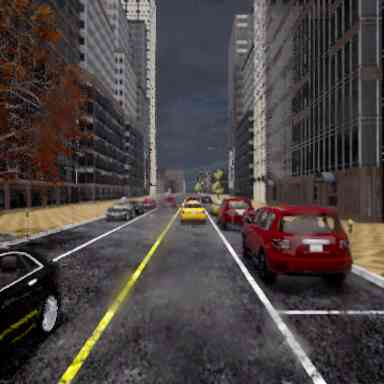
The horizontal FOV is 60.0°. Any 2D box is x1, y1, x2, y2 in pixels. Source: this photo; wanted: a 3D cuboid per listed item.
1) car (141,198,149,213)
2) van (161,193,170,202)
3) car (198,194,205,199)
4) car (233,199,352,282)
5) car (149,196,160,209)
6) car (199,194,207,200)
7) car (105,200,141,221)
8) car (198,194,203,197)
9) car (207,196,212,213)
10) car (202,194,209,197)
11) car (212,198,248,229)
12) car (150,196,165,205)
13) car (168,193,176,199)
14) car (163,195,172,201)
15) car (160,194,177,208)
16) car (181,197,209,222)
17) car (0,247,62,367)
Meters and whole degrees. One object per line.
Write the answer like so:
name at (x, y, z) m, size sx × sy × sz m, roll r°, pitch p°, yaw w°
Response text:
car at (-5.687, 1.490, 32.386) m, size 1.947 × 1.339 × 4.313 m, roll 0°, pitch 0°, yaw 0°
van at (-5.684, 1.148, 72.231) m, size 1.690 × 1.788 × 3.998 m, roll 0°, pitch 0°, yaw 0°
car at (2.696, 1.314, 94.985) m, size 1.802 × 1.307 × 4.206 m, roll 0°, pitch 0°, yaw 0°
car at (2.695, 1.294, 9.604) m, size 2.192 × 1.841 × 5.009 m, roll 0°, pitch 0°, yaw 0°
car at (-5.686, 1.475, 43.769) m, size 1.802 × 1.307 × 4.206 m, roll 0°, pitch 0°, yaw 0°
car at (2.697, 1.211, 83.600) m, size 1.967 × 1.590 × 4.097 m, roll 0°, pitch 0°, yaw 0°
car at (-5.687, 1.490, 26.693) m, size 2.008 × 1.369 × 4.403 m, roll 0°, pitch 0°, yaw 0°
car at (0.101, 1.376, 41.583) m, size 1.882 × 1.535 × 5.008 m, roll 0°, pitch 0°, yaw 0°
car at (2.694, 1.449, 32.542) m, size 1.752 × 1.417 × 4.829 m, roll 0°, pitch 0°, yaw 0°
car at (2.695, 1.408, 60.834) m, size 1.947 × 1.339 × 4.313 m, roll 0°, pitch 0°, yaw 0°
car at (2.695, 1.268, 20.988) m, size 2.192 × 1.841 × 5.009 m, roll 0°, pitch 0°, yaw 0°
car at (-5.686, 1.410, 55.154) m, size 2.008 × 1.369 × 4.403 m, roll 0°, pitch 0°, yaw 0°
car at (-5.684, 1.172, 94.999) m, size 1.967 × 1.590 × 4.097 m, roll 0°, pitch 0°, yaw 0°
car at (-5.685, 1.371, 77.924) m, size 1.802 × 1.307 × 4.206 m, roll 0°, pitch 0°, yaw 0°
car at (-3.087, 1.414, 45.315) m, size 1.812 × 1.442 × 4.674 m, roll 0°, pitch 0°, yaw 0°
car at (0.100, 1.398, 25.352) m, size 1.801 × 1.575 × 5.366 m, roll 0°, pitch 0°, yaw 0°
car at (-3.101, 1.496, 3.765) m, size 1.837 × 1.490 × 4.892 m, roll 0°, pitch 0°, yaw 0°
